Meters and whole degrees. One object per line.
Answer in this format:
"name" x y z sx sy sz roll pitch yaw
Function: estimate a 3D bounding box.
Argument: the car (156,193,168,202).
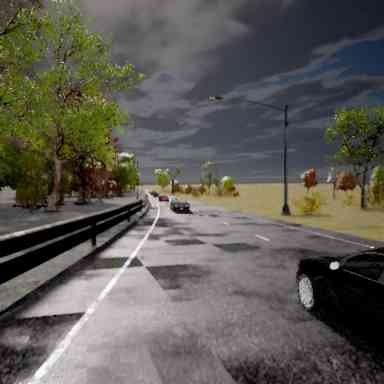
"car" -6.003 1.313 69.831 1.994 1.385 4.181 0 0 -8

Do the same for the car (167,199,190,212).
"car" -1.413 1.486 37.622 1.895 1.301 4.718 0 0 -8

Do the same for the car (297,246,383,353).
"car" 3.275 1.498 4.765 1.882 1.535 5.008 0 0 -8
